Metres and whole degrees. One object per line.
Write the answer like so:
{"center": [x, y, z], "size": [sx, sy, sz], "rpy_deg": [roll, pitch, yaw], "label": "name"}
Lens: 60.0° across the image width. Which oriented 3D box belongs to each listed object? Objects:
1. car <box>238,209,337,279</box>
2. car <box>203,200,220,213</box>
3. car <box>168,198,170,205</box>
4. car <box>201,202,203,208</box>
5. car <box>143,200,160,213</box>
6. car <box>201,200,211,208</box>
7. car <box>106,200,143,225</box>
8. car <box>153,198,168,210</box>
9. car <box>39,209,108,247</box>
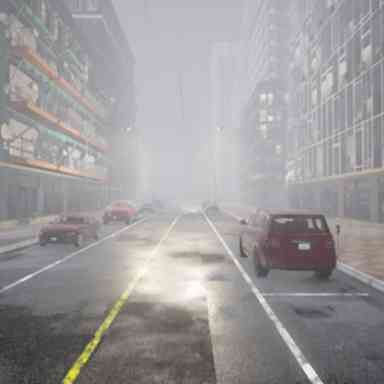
{"center": [2.705, 1.423, 10.409], "size": [2.192, 1.841, 5.009], "rpy_deg": [1, -1, 0], "label": "car"}
{"center": [2.707, 2.074, 43.542], "size": [1.802, 1.307, 4.206], "rpy_deg": [1, -1, 0], "label": "car"}
{"center": [-5.675, 2.018, 60.115], "size": [2.192, 1.841, 5.009], "rpy_deg": [1, -1, 0], "label": "car"}
{"center": [2.718, 2.143, 60.112], "size": [1.967, 1.590, 4.097], "rpy_deg": [1, -1, 0], "label": "car"}
{"center": [-5.674, 2.058, 43.545], "size": [1.947, 1.339, 4.313], "rpy_deg": [1, -1, 0], "label": "car"}
{"center": [2.720, 2.304, 65.804], "size": [1.752, 1.417, 4.829], "rpy_deg": [1, -1, 0], "label": "car"}
{"center": [-5.673, 1.606, 26.979], "size": [2.192, 1.841, 5.009], "rpy_deg": [1, -1, 0], "label": "car"}
{"center": [-5.674, 1.947, 54.593], "size": [2.192, 1.841, 5.009], "rpy_deg": [1, -1, 0], "label": "car"}
{"center": [-5.677, 1.712, 15.930], "size": [1.887, 1.381, 4.507], "rpy_deg": [1, -1, 0], "label": "car"}
